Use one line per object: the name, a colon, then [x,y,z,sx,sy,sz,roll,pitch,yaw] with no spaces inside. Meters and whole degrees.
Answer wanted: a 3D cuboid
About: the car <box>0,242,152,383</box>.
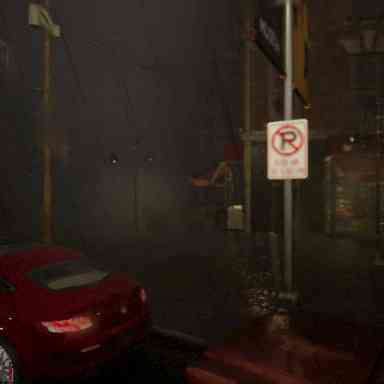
car: [-2.772,1.499,4.945,4.674,1.452,2.002,0,0,28]
